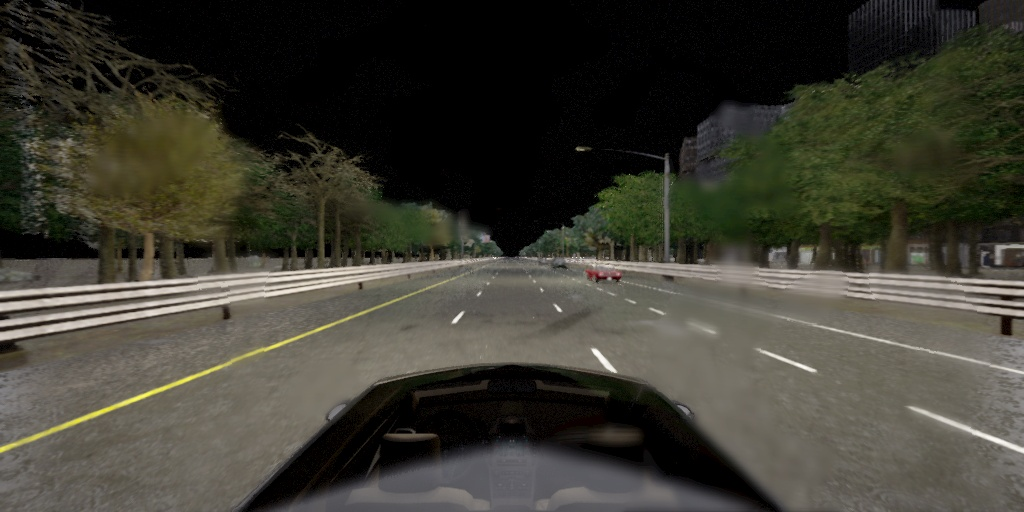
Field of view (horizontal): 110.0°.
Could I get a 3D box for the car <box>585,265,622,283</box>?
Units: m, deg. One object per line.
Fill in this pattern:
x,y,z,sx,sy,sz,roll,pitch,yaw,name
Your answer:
7.029,1.359,28.087,1.895,1.301,4.718,0,0,0,car

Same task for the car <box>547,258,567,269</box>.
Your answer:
7.084,1.114,55.021,2.097,1.767,4.553,0,0,0,car
